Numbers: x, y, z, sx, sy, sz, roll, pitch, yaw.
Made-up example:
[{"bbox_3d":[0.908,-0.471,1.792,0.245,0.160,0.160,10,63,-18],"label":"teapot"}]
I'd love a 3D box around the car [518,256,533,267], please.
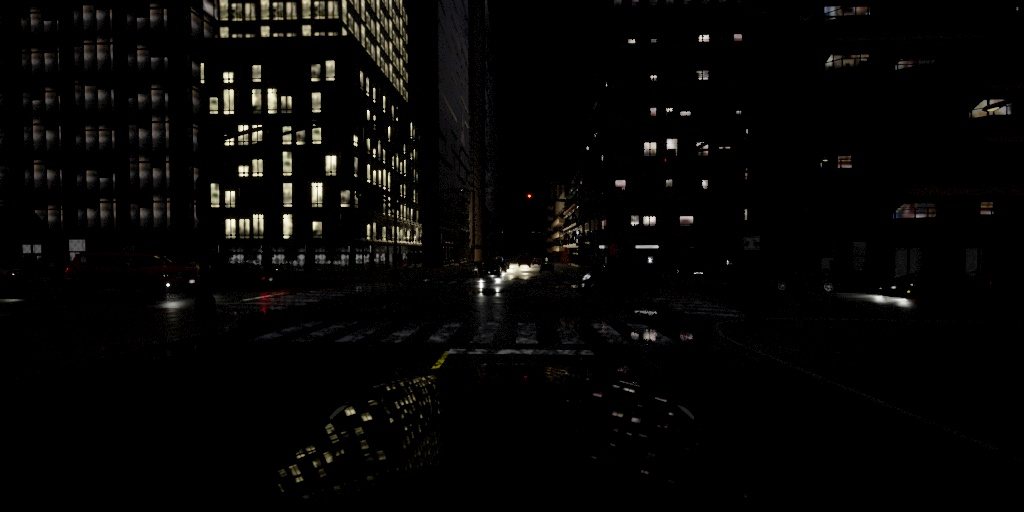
[{"bbox_3d":[2.207,0.955,63.523,2.150,2.045,5.566,0,0,2],"label":"car"}]

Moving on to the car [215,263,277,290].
[{"bbox_3d":[-15.997,1.114,20.484,4.674,1.442,1.812,1,1,3],"label":"car"}]

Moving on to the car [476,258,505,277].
[{"bbox_3d":[-1.984,1.245,34.777,1.837,1.490,4.892,0,0,2],"label":"car"}]

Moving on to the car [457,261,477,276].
[{"bbox_3d":[-4.505,1.265,36.880,1.751,1.417,4.829,0,0,2],"label":"car"}]

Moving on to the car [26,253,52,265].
[{"bbox_3d":[-32.893,0.712,23.909,5.009,1.841,2.192,0,0,3],"label":"car"}]

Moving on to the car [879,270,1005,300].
[{"bbox_3d":[21.941,1.473,18.638,4.181,1.385,1.994,0,1,3],"label":"car"}]

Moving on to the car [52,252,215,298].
[{"bbox_3d":[-18.151,0.846,17.378,5.566,2.045,2.150,1,1,3],"label":"car"}]

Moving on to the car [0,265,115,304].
[{"bbox_3d":[-19.868,1.204,14.915,4.403,1.370,2.007,0,0,3],"label":"car"}]

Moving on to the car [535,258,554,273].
[{"bbox_3d":[4.072,1.288,42.411,2.007,1.370,4.403,0,0,2],"label":"car"}]

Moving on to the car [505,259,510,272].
[{"bbox_3d":[-1.636,1.302,44.674,1.994,1.385,4.181,0,0,2],"label":"car"}]

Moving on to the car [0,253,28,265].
[{"bbox_3d":[-27.860,0.893,17.852,4.553,1.767,2.097,0,1,3],"label":"car"}]

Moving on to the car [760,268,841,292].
[{"bbox_3d":[16.976,1.375,21.483,4.403,1.370,2.007,0,0,3],"label":"car"}]

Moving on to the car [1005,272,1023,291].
[{"bbox_3d":[28.029,1.461,20.945,4.507,1.381,1.888,0,0,3],"label":"car"}]

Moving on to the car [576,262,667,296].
[{"bbox_3d":[5.819,1.112,19.428,4.553,1.767,2.097,1,0,3],"label":"car"}]
